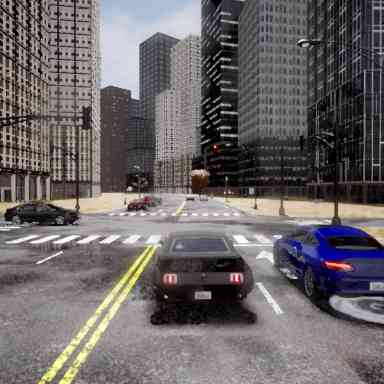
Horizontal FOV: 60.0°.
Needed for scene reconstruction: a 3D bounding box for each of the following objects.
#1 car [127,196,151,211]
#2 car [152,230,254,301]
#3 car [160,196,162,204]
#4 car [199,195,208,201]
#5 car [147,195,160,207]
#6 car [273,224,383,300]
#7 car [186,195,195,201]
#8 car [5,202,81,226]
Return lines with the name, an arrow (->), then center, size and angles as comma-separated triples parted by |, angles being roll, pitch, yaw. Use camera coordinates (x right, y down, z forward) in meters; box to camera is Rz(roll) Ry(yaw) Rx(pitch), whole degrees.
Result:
car -> -6.535, 1.530, 40.350 | 1.994, 1.385, 4.181 | 0, 0, 0
car -> 0.111, 1.598, 8.286 | 1.895, 1.301, 4.718 | 0, 0, -3
car -> -6.502, 1.416, 60.890 | 2.128, 1.511, 4.902 | 0, 0, 0
car -> 2.822, 1.396, 80.556 | 1.812, 1.442, 4.674 | 0, 0, -4
car -> -6.520, 1.299, 50.599 | 2.097, 1.767, 4.553 | 0, 0, 0
car -> 3.354, 1.523, 8.254 | 1.812, 1.442, 4.674 | 0, 0, 1
car -> -0.427, 1.469, 80.443 | 1.895, 1.301, 4.718 | 0, 0, -4
car -> -10.111, 1.466, 22.729 | 4.892, 1.490, 1.837 | 0, 0, 1
